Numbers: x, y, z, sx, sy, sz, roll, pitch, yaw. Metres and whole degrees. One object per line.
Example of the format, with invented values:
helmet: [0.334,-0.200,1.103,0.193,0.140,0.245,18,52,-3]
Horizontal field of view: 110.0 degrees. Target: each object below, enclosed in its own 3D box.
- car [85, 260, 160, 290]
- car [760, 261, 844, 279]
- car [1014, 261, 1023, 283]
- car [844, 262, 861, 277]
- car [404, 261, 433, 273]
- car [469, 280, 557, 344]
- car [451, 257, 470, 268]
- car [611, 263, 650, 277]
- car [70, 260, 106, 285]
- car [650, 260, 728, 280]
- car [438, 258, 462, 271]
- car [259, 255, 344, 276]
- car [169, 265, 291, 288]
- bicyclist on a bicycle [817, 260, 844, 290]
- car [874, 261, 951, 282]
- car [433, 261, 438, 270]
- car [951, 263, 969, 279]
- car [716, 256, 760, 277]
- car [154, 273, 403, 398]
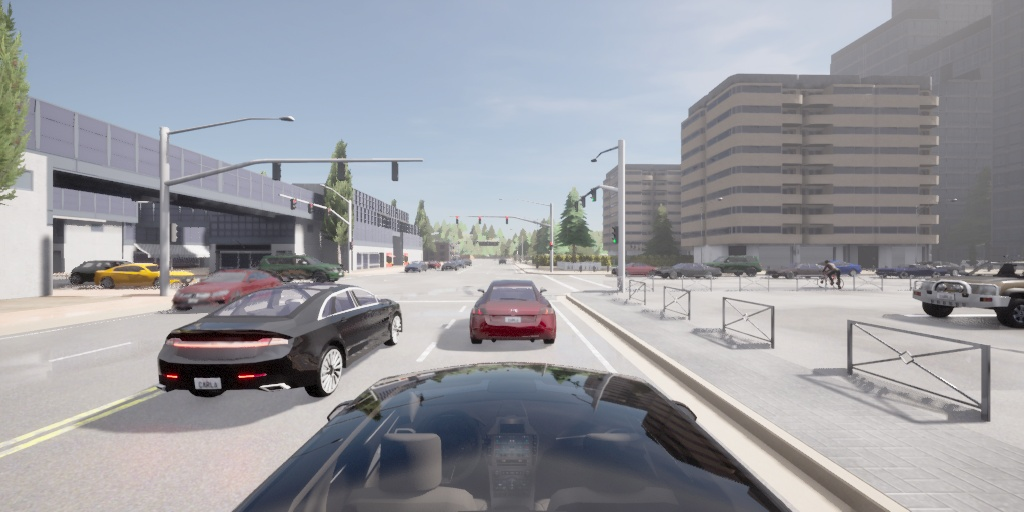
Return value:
car: [-22.525,1.228,22.127,5.008,1.535,1.882,0,0,-1]
car: [25.308,1.297,31.428,5.357,1.411,2.033,0,0,-2]
car: [43.303,1.314,28.308,4.181,1.385,1.994,0,0,-1]
car: [31.118,1.228,35.097,5.008,1.535,1.882,0,0,-2]
car: [-11.762,1.297,44.435,2.033,1.411,5.357,0,0,-1]
car: [0.012,1.314,9.576,1.994,1.385,4.181,0,0,0]
car: [-8.622,1.297,59.187,2.033,1.411,5.357,0,0,-1]
car: [11.749,1.314,34.527,4.181,1.385,1.994,0,0,-2]
car: [-28.149,1.102,25.499,4.553,1.767,2.097,0,0,-1]
car: [15.238,1.297,31.129,5.357,1.411,2.033,0,0,-2]
car: [-8.359,1.314,48.890,1.994,1.385,4.181,0,0,-2]
car: [-15.186,0.973,25.849,5.566,2.045,2.150,0,0,-2]
car: [-11.169,1.276,14.539,1.812,1.442,4.674,0,0,-7]
bicyclist on a bicycle: [17.929,1.052,20.221,0.582,1.620,1.656,0,0,-2]
car: [35.171,1.351,31.708,4.718,1.301,1.895,0,0,-2]
car: [-11.997,1.351,54.020,1.895,1.301,4.718,0,0,-1]
car: [41.233,1.255,35.359,4.892,1.490,1.837,0,0,-1]
car: [21.092,0.971,34.806,5.566,2.045,2.150,0,0,-2]
car: [-3.473,1.242,6.518,2.128,1.511,4.902,0,0,0]
